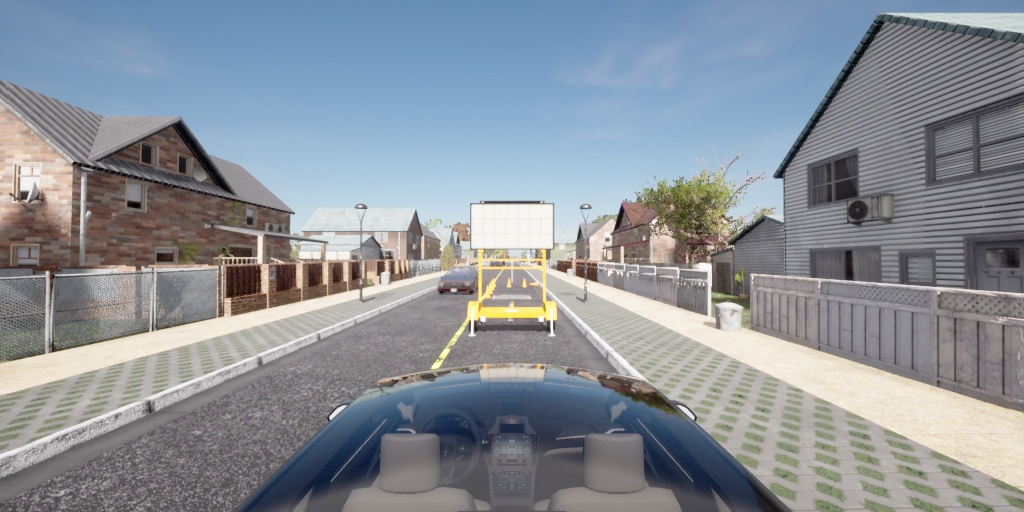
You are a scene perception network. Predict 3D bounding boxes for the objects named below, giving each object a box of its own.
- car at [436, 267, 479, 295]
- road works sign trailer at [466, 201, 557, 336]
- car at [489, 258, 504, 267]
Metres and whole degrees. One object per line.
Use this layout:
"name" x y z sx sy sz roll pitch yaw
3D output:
"car" -2.865 1.317 20.322 2.033 1.411 5.357 0 0 0
"road works sign trailer" 0.007 0.220 10.362 2.380 3.560 2.880 0 0 0
"car" -2.870 1.469 61.823 1.994 1.385 4.181 0 0 0
